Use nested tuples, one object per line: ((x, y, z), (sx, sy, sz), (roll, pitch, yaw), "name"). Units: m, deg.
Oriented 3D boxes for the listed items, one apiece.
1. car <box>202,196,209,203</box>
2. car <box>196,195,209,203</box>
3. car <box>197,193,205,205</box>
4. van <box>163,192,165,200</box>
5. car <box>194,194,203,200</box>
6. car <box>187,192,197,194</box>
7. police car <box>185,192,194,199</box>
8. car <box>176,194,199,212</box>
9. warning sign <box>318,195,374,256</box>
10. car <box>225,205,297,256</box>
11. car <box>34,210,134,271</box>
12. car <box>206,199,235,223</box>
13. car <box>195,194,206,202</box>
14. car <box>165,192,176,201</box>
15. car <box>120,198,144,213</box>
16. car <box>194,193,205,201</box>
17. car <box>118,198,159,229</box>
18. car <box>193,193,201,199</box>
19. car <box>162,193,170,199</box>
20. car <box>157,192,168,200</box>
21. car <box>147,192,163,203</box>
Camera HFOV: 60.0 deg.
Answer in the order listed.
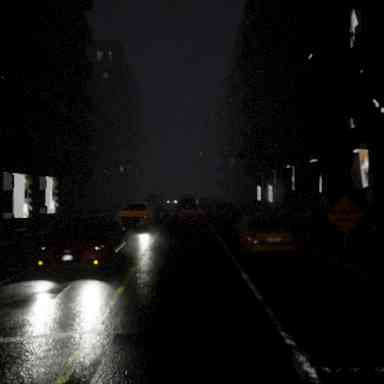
((2.207, 1.350, 29.390), (1.887, 1.381, 4.507), (0, 0, -1), "car")
((1.721, 1.203, 57.697), (2.008, 1.369, 4.403), (0, 0, -1), "car")
((1.818, 1.234, 52.036), (2.008, 1.369, 4.403), (0, 0, -1), "car")
((-6.952, 0.939, 74.557), (1.690, 1.788, 3.998), (0, 0, -1), "van")
((1.428, 1.148, 74.681), (1.802, 1.307, 4.206), (0, 0, -1), "car")
((-0.704, 1.208, 47.934), (2.128, 1.511, 4.902), (0, 0, -1), "car")
((-0.685, 0.951, 87.683), (1.930, 1.638, 5.238), (0, 0, -3), "police car")
((-0.493, 1.258, 35.754), (1.882, 1.535, 5.008), (0, 1, -1), "car")
((4.904, 1.022, 10.675), (1.300, 1.860, 1.060), (0, 0, -1), "warning sign")
((2.497, 1.428, 12.578), (1.752, 1.417, 4.829), (0, 0, -1), "car")
((-3.266, 1.502, 10.591), (1.994, 1.385, 4.181), (0, 0, -2), "car")
((2.305, 1.381, 23.729), (1.887, 1.381, 4.507), (0, 0, -1), "car")
((1.623, 1.167, 63.359), (1.887, 1.381, 4.507), (0, 0, -1), "car")
((-4.204, 1.055, 71.281), (1.882, 1.535, 5.008), (0, 0, -1), "car")
((-6.269, 1.389, 34.928), (1.802, 1.307, 4.206), (0, 0, -1), "car")
((1.525, 1.034, 69.018), (1.967, 1.590, 4.097), (0, 0, -1), "car")
((-3.427, 1.352, 20.822), (1.882, 1.535, 5.008), (0, 0, -1), "car")
((1.232, 0.964, 85.998), (1.967, 1.590, 4.097), (0, 0, -1), "car")
((-7.244, 1.083, 91.539), (1.887, 1.381, 4.507), (0, 0, -1), "car")
((-7.051, 0.892, 80.216), (2.192, 1.841, 5.009), (0, 0, -1), "car")
((-6.660, 1.000, 57.573), (2.192, 1.841, 5.009), (0, 0, -1), "car")
